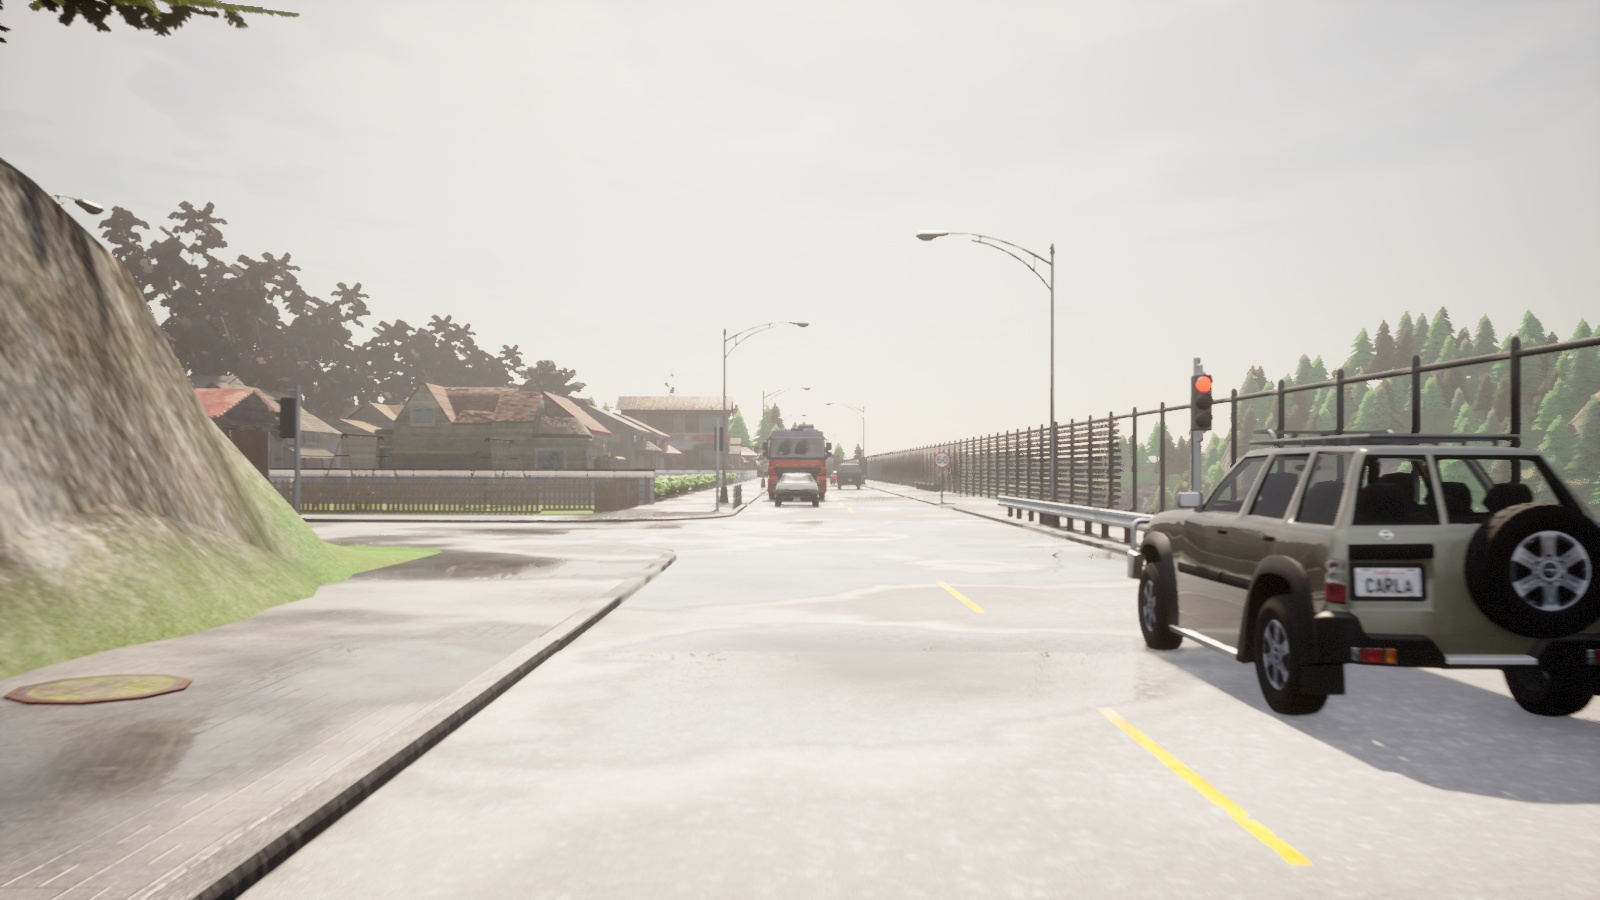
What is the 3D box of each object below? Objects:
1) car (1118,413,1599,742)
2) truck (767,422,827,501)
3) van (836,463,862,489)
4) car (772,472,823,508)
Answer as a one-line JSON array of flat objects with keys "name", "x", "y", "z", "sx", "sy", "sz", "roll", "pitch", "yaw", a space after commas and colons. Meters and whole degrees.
[{"name": "car", "x": 3.945, "y": 0.754, "z": 9.407, "sx": 1.932, "sy": 1.855, "sz": 4.605, "roll": 0, "pitch": -1, "yaw": 0}, {"name": "truck", "x": -0.151, "y": 0.623, "z": 65.108, "sx": 2.891, "sy": 3.827, "sz": 8.468, "roll": 0, "pitch": -1, "yaw": 0}, {"name": "van", "x": 3.775, "y": 2.000, "z": 96.826, "sx": 1.775, "sy": 1.987, "sz": 4.442, "roll": 0, "pitch": -1, "yaw": 0}, {"name": "car", "x": -0.118, "y": 1.659, "z": 53.380, "sx": 2.033, "sy": 1.411, "sz": 5.357, "roll": 0, "pitch": -1, "yaw": 0}]
